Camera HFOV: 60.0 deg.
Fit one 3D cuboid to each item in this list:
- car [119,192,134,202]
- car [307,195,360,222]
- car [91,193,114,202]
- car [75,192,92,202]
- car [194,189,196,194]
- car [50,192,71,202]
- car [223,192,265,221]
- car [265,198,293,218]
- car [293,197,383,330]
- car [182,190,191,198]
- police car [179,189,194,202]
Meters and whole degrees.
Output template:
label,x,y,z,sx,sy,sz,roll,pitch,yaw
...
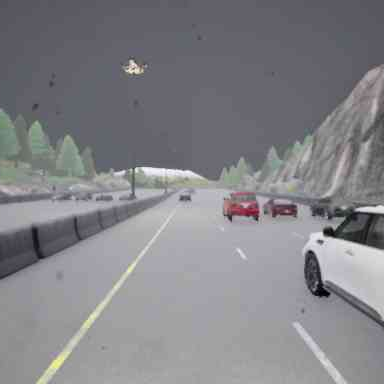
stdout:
label,x,y,z,sx,sy,sz,roll,pitch,yaw
car,-10.551,0.813,53.740,1.812,1.442,4.674,0,1,1
car,10.600,1.147,25.298,2.097,1.767,4.553,0,1,0
car,-14.049,0.898,53.287,1.895,1.301,4.718,0,1,1
car,-17.552,0.779,54.336,1.837,1.490,4.892,0,1,1
car,0.007,-0.207,87.858,2.033,1.411,5.357,0,2,0
car,-21.052,0.784,53.504,2.128,1.511,4.902,0,1,1
car,3.600,1.021,25.000,2.150,2.045,5.566,0,1,0
car,7.101,1.247,27.234,1.882,1.535,5.008,0,1,0
car,3.599,1.196,5.305,2.150,2.045,5.566,0,0,0
car,-1.045,0.444,68.295,1.812,1.442,4.674,0,2,0
police car,-1.047,0.743,52.391,1.930,1.638,5.238,0,1,0
